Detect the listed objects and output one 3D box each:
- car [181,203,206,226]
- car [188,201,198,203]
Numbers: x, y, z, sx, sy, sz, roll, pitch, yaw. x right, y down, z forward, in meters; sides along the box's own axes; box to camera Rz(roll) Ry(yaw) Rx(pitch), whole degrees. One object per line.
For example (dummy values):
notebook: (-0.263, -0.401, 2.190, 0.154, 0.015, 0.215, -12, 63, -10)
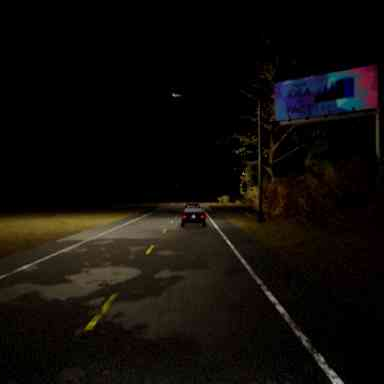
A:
car: (0.113, 1.824, 25.890, 2.033, 1.411, 5.357, 0, -1, 0)
car: (0.121, 1.941, 42.123, 2.128, 1.511, 4.902, 0, -1, 0)
